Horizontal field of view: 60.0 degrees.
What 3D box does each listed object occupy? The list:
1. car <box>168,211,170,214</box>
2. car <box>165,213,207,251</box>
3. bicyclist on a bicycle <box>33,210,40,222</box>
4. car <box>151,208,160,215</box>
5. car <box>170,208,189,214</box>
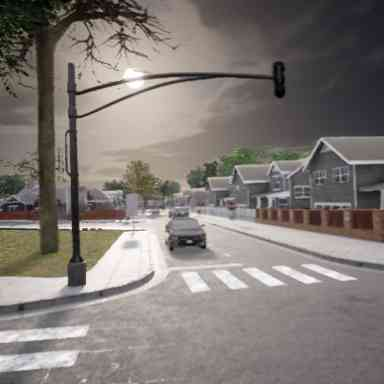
[{"bbox_3d":[-3.143,3.720,58.869,1.812,1.442,4.674,-2,-2,-7],"label":"car"},{"bbox_3d":[-0.434,2.170,18.177,1.882,1.535,5.008,-2,-2,-7],"label":"car"},{"bbox_3d":[-22.190,3.442,47.781,0.582,1.620,1.656,-2,-1,22],"label":"bicyclist on a bicycle"},{"bbox_3d":[-8.373,4.514,76.636,1.882,1.535,5.008,-2,-2,-8],"label":"car"},{"bbox_3d":[-1.545,3.079,47.346,2.097,1.767,4.553,-2,-2,-7],"label":"car"}]
